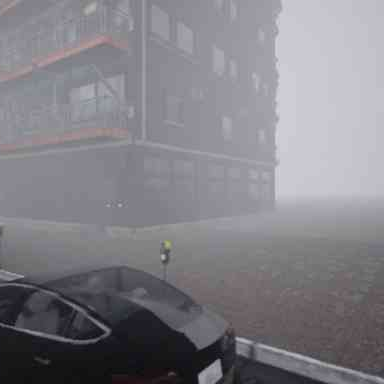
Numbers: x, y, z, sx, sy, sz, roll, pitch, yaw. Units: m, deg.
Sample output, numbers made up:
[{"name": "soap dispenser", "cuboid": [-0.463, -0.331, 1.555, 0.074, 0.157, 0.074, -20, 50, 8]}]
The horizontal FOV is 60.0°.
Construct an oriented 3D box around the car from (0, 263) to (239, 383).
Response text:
[{"name": "car", "cuboid": [-1.539, 1.558, 3.974, 4.313, 1.339, 1.947, 0, 0, 36]}]
